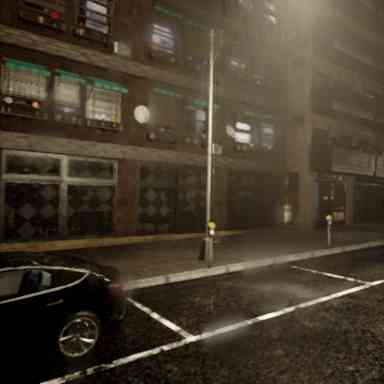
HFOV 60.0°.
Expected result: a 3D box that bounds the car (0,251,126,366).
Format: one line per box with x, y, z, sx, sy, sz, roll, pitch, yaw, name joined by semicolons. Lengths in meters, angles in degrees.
-3.008;1.566;4.396;4.313;1.339;1.947;0;1;-35;car
